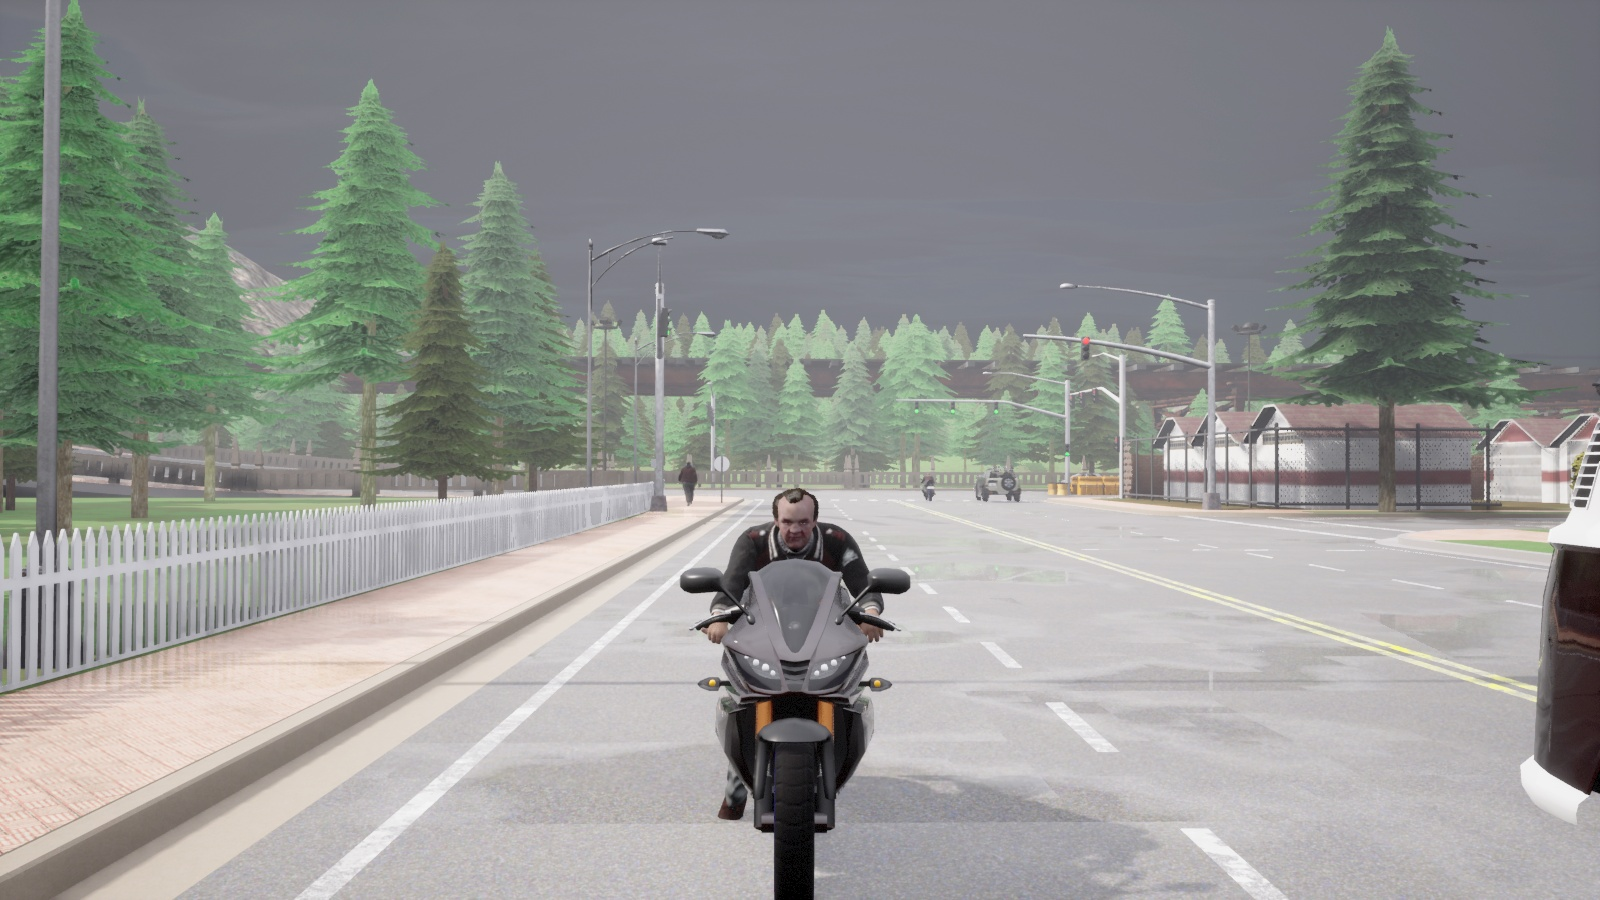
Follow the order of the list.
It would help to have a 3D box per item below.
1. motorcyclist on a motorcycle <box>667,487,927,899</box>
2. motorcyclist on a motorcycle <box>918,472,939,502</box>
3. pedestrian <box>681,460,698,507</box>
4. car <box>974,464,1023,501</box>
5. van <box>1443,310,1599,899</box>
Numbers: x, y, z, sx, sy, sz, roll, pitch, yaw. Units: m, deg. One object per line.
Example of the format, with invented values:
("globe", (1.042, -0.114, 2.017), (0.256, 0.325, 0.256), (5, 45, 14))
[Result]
("motorcyclist on a motorcycle", (-0.013, 0.939, 5.313), (0.866, 1.530, 2.191), (0, -1, 0))
("motorcyclist on a motorcycle", (6.805, 1.938, 66.578), (0.866, 1.530, 2.191), (0, -1, -1))
("pedestrian", (-4.397, 1.327, 49.906), (0.634, 1.844, 0.899), (0, -1, -6))
("car", (10.408, 1.699, 66.235), (1.932, 1.855, 4.605), (0, -1, 1))
("van", (3.490, 0.566, 2.510), (2.069, 2.038, 4.480), (0, -1, 0))
